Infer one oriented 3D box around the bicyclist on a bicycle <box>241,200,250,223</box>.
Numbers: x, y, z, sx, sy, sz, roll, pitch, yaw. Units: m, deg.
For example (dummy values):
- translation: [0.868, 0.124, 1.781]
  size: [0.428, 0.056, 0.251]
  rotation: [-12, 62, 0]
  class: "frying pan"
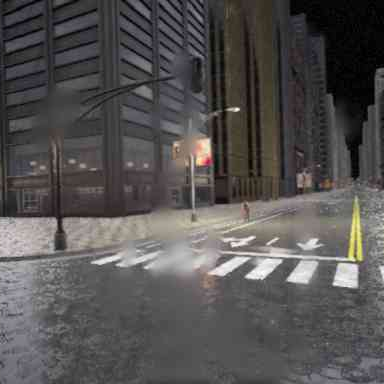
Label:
- translation: [3.901, 1.395, 24.112]
  size: [0.582, 1.620, 1.656]
  rotation: [-2, 0, 26]
  class: "bicyclist on a bicycle"
